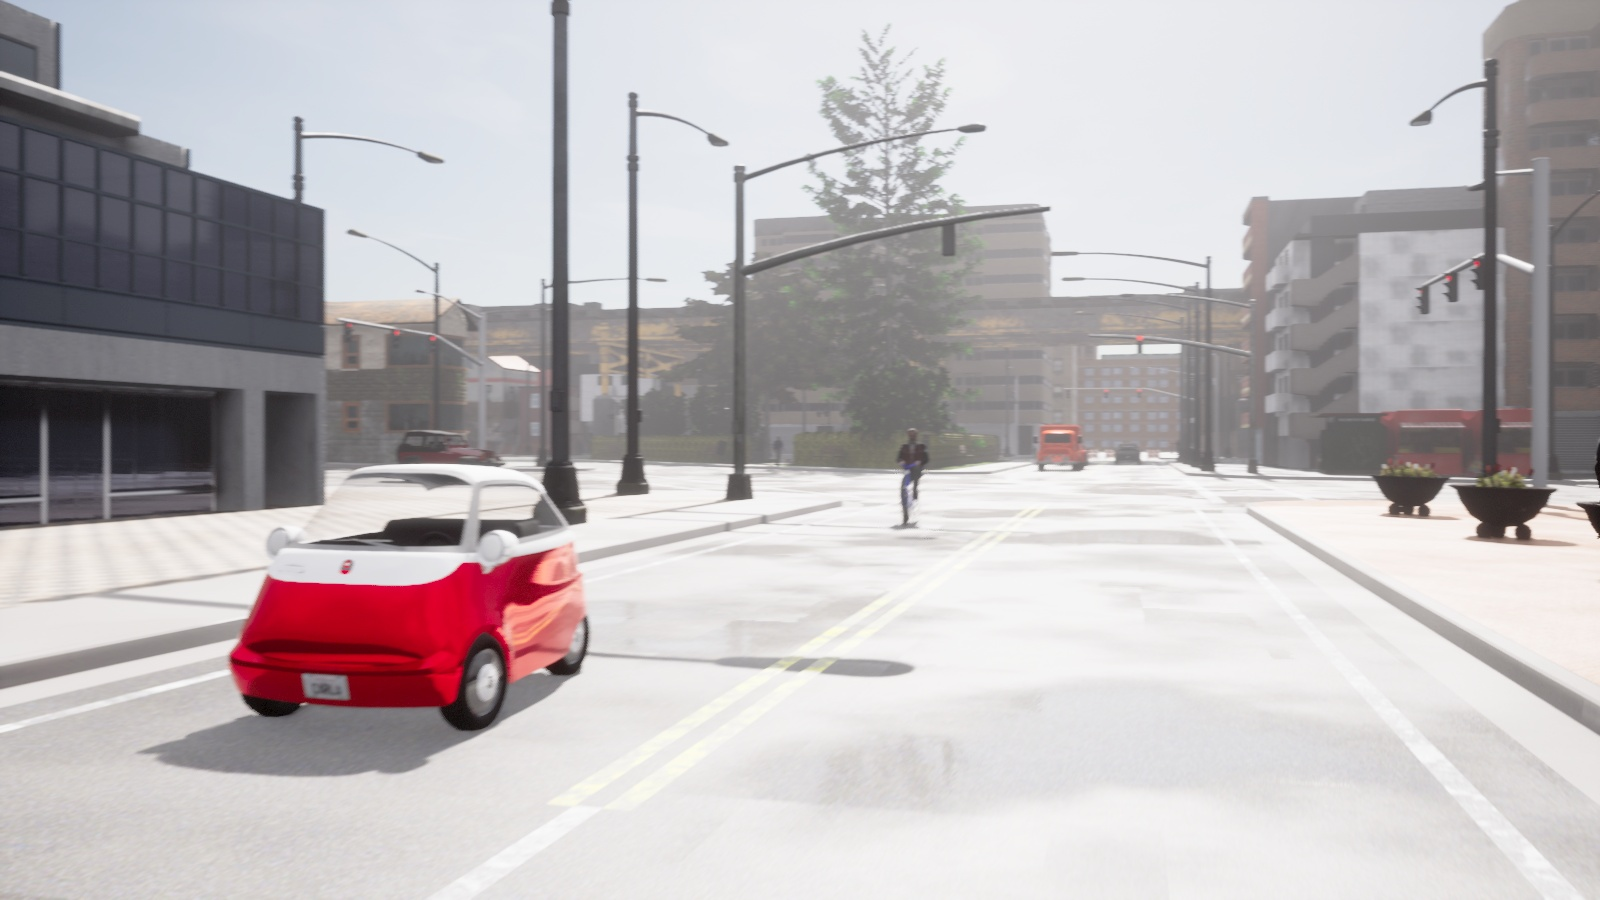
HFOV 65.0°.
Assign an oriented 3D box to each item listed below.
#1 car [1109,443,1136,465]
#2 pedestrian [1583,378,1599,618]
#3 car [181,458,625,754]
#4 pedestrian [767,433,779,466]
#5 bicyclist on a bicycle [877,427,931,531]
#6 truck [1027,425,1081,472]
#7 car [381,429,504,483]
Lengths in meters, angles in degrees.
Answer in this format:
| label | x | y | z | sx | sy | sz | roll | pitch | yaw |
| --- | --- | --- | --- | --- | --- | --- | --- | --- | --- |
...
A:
| label | x | y | z | sx | sy | sz | roll | pitch | yaw |
| --- | --- | --- | --- | --- | --- | --- | --- | --- | --- |
| car | 23.047 | 0.300 | 89.632 | 1.837 | 1.490 | 4.892 | 0 | 0 | 15 |
| pedestrian | 6.543 | 0.375 | 9.746 | 0.563 | 1.883 | 0.849 | 0 | 0 | 16 |
| car | -2.138 | 0.754 | 7.251 | 1.481 | 1.376 | 2.207 | 0 | 0 | 15 |
| pedestrian | -1.528 | -0.017 | 70.554 | 0.402 | 1.842 | 0.726 | 0 | 0 | -28 |
| bicyclist on a bicycle | 1.882 | 0.492 | 22.521 | 0.659 | 1.776 | 1.843 | 0 | 0 | 15 |
| truck | 13.876 | -0.094 | 68.384 | 2.627 | 2.467 | 5.204 | 0 | 0 | 15 |
| car | -13.031 | 0.191 | 45.797 | 3.866 | 1.878 | 1.905 | 1 | 0 | 15 |
